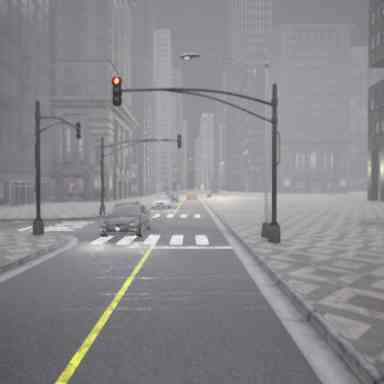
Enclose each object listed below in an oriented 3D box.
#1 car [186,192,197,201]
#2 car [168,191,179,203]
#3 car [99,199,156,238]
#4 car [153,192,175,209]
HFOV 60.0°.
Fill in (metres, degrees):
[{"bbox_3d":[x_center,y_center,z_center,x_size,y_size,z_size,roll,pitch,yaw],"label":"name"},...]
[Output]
[{"bbox_3d":[-0.061,0.696,58.410,1.882,1.535,5.008,0,1,0],"label":"car"},{"bbox_3d":[-3.121,0.676,50.217,2.097,1.767,4.553,0,1,0],"label":"car"},{"bbox_3d":[-3.121,1.287,16.340,1.837,1.490,4.892,0,0,0],"label":"car"},{"bbox_3d":[-3.140,1.041,35.566,1.812,1.442,4.674,0,1,0],"label":"car"}]
